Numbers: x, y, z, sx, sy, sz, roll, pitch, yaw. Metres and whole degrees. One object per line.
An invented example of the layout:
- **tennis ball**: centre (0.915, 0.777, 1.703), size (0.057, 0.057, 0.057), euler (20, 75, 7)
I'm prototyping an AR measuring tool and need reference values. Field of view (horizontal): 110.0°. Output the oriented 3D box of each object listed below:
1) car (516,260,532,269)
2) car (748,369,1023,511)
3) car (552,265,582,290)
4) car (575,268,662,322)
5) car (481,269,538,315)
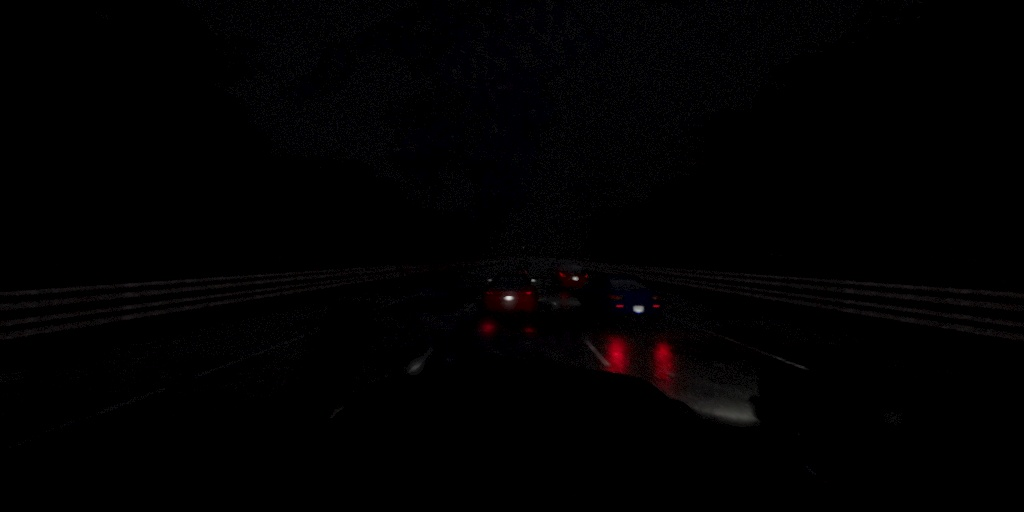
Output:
- **car**: centre (1.678, 1.546, 57.706), size (2.128, 1.511, 4.902), euler (0, 0, 3)
- **car**: centre (3.495, 1.301, 1.408), size (2.033, 1.411, 5.357), euler (0, 0, 0)
- **car**: centre (3.730, 1.347, 23.247), size (2.163, 1.488, 4.792), euler (0, 0, 1)
- **car**: centre (3.552, 1.315, 12.313), size (1.812, 1.442, 4.674), euler (0, 0, 1)
- **car**: centre (-0.030, 1.355, 13.738), size (1.994, 1.385, 4.181), euler (0, 0, 2)
